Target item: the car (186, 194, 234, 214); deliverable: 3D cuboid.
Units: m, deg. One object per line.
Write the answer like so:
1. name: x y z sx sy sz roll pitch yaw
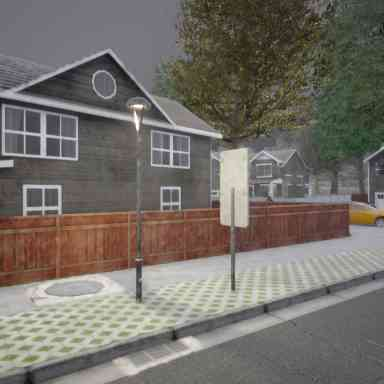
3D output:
1. car: 1.770 1.142 33.657 4.553 1.767 2.097 1 1 43

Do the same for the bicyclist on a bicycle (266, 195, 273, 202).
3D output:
1. bicyclist on a bicycle: 7.508 1.130 32.287 0.582 1.620 1.656 1 1 43

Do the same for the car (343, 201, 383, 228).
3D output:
1. car: 10.632 1.389 21.363 5.008 1.535 1.882 1 0 43

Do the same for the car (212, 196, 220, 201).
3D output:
1. car: 1.741 1.295 29.653 5.008 1.535 1.882 0 0 43
